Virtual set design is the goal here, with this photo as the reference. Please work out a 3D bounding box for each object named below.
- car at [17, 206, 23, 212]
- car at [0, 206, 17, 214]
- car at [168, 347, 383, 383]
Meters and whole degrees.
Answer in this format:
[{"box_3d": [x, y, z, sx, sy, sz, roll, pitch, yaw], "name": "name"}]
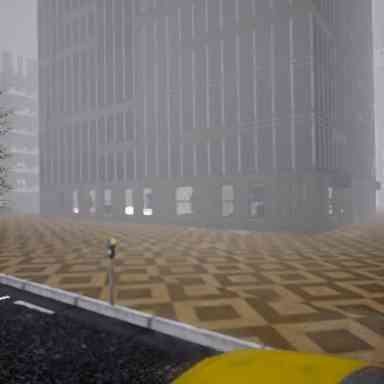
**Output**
[{"box_3d": [-29.463, 2.473, 52.788, 1.752, 1.417, 4.829, -2, -2, 35], "name": "car"}, {"box_3d": [-25.800, 2.151, 43.537, 1.967, 1.590, 4.097, -2, -2, 35], "name": "car"}, {"box_3d": [1.787, 1.520, 1.613, 4.829, 1.417, 1.752, -1, -1, 35], "name": "car"}]
